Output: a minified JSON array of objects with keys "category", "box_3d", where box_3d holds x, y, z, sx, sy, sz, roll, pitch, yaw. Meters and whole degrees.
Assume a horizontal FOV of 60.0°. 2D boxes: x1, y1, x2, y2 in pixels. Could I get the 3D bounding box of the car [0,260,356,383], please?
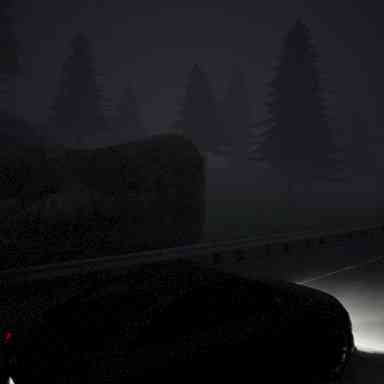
[{"category":"car","box_3d":[0.108,1.560,3.974,4.181,1.385,1.994,0,0,-37]}]
